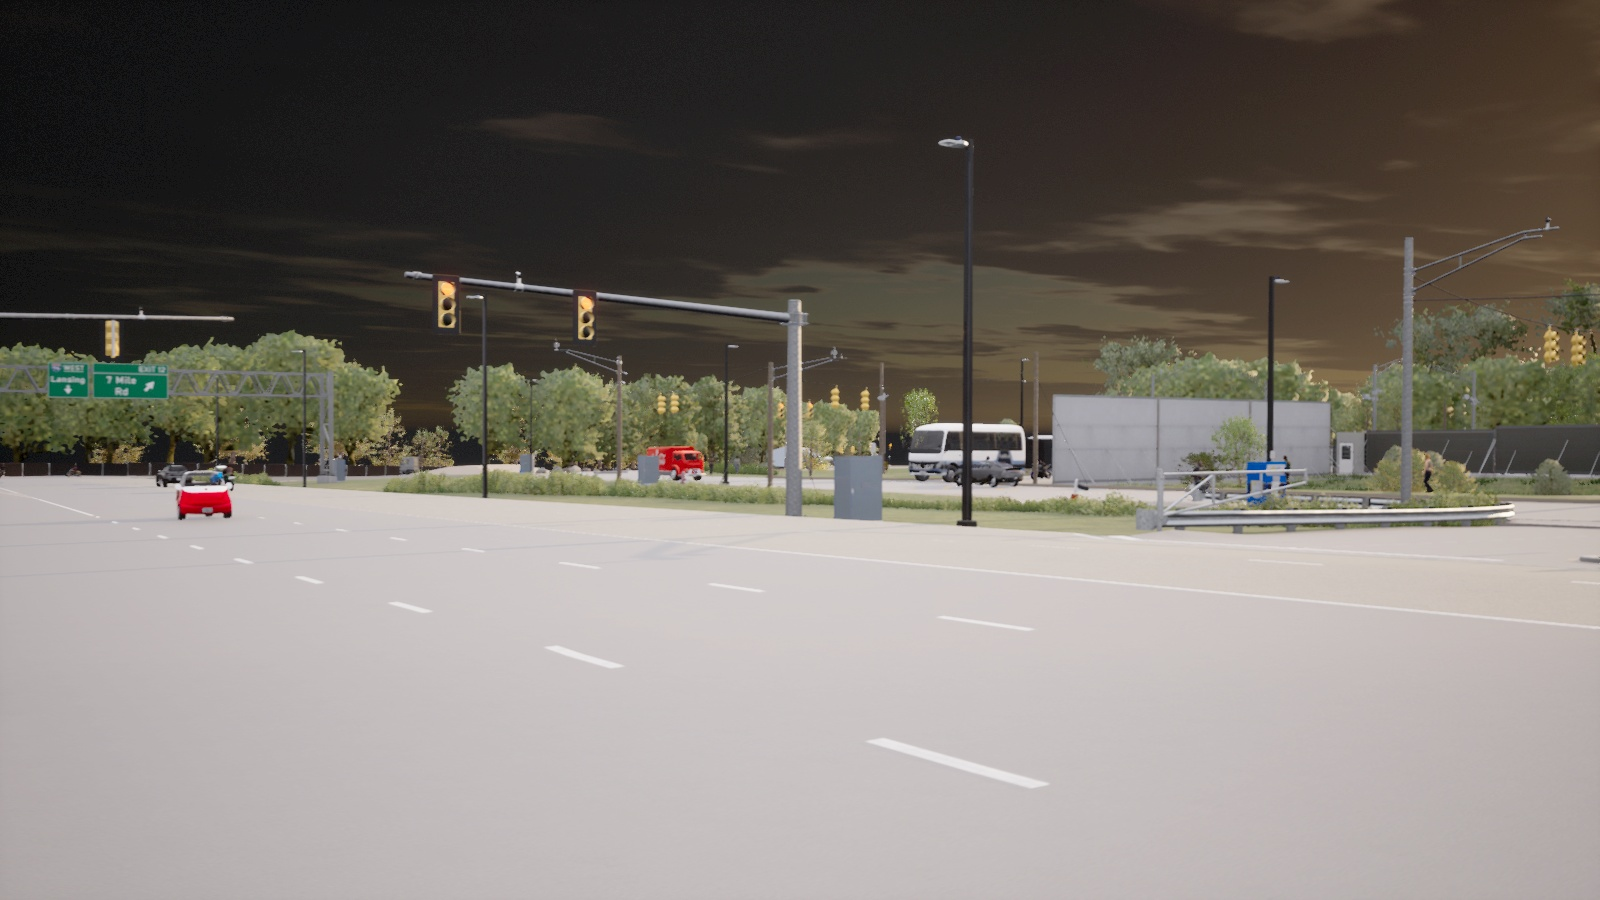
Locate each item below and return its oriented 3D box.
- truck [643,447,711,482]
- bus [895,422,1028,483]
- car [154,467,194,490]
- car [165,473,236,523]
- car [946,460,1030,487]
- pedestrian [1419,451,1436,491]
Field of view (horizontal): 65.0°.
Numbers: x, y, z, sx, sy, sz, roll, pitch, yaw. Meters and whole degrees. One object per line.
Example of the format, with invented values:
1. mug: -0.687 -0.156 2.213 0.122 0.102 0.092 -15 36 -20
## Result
1. truck: -9.005 1.053 91.501 2.627 2.467 5.204 -1 0 -35
2. bus: 11.954 0.163 92.223 10.273 4.253 3.944 0 1 -43
3. car: -41.981 1.922 84.149 1.816 1.474 4.193 -1 0 -35
4. car: -17.186 1.353 35.982 1.481 1.376 2.207 -1 -1 -35
5. car: 11.103 1.365 74.578 2.128 1.511 4.902 -1 0 -34
6. pedestrian: 29.274 0.966 58.554 0.345 1.836 0.594 -1 1 -34
